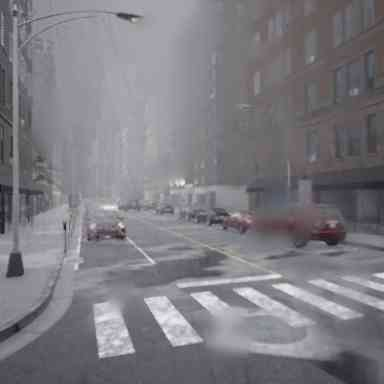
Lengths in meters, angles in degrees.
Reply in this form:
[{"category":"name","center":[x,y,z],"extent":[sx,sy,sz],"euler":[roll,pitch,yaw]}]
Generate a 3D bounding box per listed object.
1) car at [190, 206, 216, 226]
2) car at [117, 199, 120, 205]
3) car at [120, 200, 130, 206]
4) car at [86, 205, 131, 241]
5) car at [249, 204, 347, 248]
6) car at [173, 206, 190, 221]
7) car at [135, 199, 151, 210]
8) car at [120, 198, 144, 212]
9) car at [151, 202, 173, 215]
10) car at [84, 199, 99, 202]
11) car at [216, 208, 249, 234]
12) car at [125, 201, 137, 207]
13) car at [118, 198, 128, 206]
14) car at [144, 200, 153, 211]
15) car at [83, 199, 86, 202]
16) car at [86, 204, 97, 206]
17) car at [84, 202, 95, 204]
[{"category":"car","center":[1.630,1.904,26.329],"extent":[1.947,1.339,4.313],"euler":[0,-1,-18]},{"category":"car","center":[-12.252,2.451,60.509],"extent":[1.812,1.442,4.674],"euler":[0,-1,-18]},{"category":"car","center":[-16.957,2.844,84.169],"extent":[1.947,1.339,4.313],"euler":[0,-1,-18]},{"category":"car","center":[-4.790,1.744,18.439],"extent":[1.967,1.590,4.097],"euler":[0,-1,-18]},{"category":"car","center":[5.008,1.480,15.817],"extent":[2.192,1.841,5.009],"euler":[0,-1,-18]},{"category":"car","center":[-0.059,1.975,31.588],"extent":[2.008,1.369,4.403],"euler":[0,-1,-18]},{"category":"car","center":[-8.703,2.225,59.312],"extent":[2.097,1.767,4.553],"euler":[0,-1,-18]},{"category":"car","center":[-9.292,1.998,51.290],"extent":[2.150,2.045,5.566],"euler":[0,-1,-18]},{"category":"car","center":[-3.439,2.162,42.104],"extent":[1.947,1.339,4.313],"euler":[0,-1,-18]},{"category":"car","center":[-20.000,2.641,65.773],"extent":[1.947,1.339,4.313],"euler":[0,-1,-18]},{"category":"car","center":[3.320,1.833,21.071],"extent":[1.802,1.307,4.206],"euler":[0,-1,-18]},{"category":"car","center":[-13.578,2.659,73.653],"extent":[2.008,1.369,4.403],"euler":[0,-1,-18]},{"category":"car","center":[-18.649,2.679,89.430],"extent":[2.192,1.841,5.009],"euler":[0,-1,-18]},{"category":"car","center":[-6.538,2.269,52.684],"extent":[1.837,1.490,4.892],"euler":[0,-1,-18]},{"category":"car","center":[-25.071,2.913,81.552],"extent":[1.802,1.307,4.206],"euler":[0,-1,-18]},{"category":"car","center":[-8.169,2.028,28.957],"extent":[2.008,1.369,4.403],"euler":[0,-1,-18]},{"category":"car","center":[-11.550,2.193,39.476],"extent":[1.887,1.381,4.507],"euler":[0,-1,-18]}]
